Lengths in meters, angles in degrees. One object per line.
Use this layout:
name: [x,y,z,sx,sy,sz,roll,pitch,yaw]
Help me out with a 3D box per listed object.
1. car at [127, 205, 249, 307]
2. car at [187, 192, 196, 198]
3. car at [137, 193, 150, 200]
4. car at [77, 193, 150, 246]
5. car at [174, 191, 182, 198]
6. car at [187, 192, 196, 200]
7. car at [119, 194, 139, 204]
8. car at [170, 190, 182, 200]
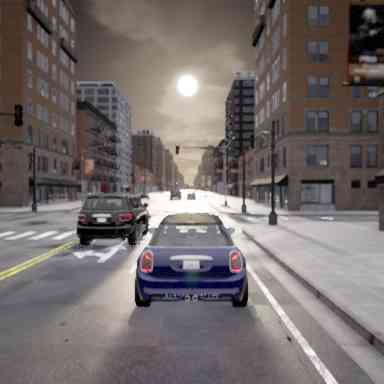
car: [-0.005,1.270,7.938,2.097,1.767,4.553,0,1,0]
car: [-0.133,0.639,79.769,1.895,1.301,4.718,0,1,0]
car: [-9.864,0.885,68.308,1.895,1.301,4.718,0,1,0]
car: [-3.214,1.072,14.507,2.150,2.045,5.566,0,0,0]
car: [-3.383,0.544,79.732,1.837,1.490,4.892,0,1,0]
car: [-0.115,0.778,69.320,2.128,1.511,4.902,0,1,0]
car: [-9.916,1.004,52.766,2.033,1.411,5.357,0,1,0]
car: [-3.365,0.504,69.342,2.150,2.045,5.566,0,1,0]
